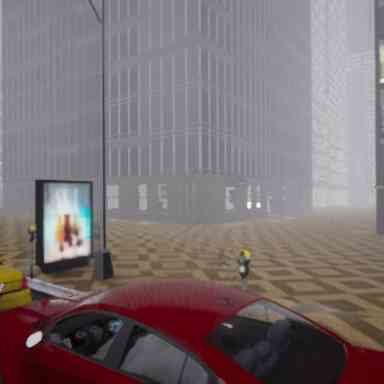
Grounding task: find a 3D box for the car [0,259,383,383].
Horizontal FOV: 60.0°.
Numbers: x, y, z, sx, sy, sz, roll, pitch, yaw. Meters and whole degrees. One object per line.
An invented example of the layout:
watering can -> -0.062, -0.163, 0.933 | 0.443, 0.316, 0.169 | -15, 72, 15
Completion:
car -> -0.365, 1.538, 3.143 | 4.507, 1.381, 1.887 | 0, 0, 35
